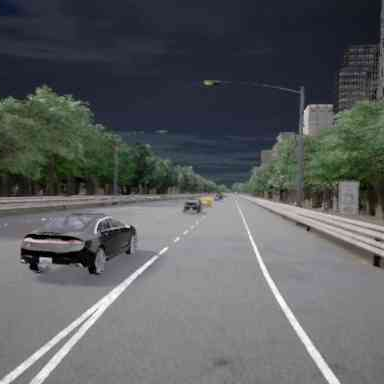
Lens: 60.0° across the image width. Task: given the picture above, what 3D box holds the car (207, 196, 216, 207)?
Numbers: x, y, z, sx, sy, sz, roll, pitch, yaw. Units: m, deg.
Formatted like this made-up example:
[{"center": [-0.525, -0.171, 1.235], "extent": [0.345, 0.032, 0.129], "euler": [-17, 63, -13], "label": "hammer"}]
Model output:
[{"center": [2.380, 1.544, 54.970], "extent": [1.882, 1.535, 5.008], "euler": [2, 0, 7], "label": "car"}]

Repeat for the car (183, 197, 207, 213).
[{"center": [0.191, 1.502, 37.100], "extent": [1.837, 1.490, 4.892], "euler": [2, 0, 7], "label": "car"}]

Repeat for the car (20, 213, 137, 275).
[{"center": [-3.106, 1.391, 10.166], "extent": [2.128, 1.511, 4.902], "euler": [2, 0, 7], "label": "car"}]

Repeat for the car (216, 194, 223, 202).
[{"center": [6.469, 1.764, 88.396], "extent": [2.033, 1.411, 5.357], "euler": [2, 0, 7], "label": "car"}]
